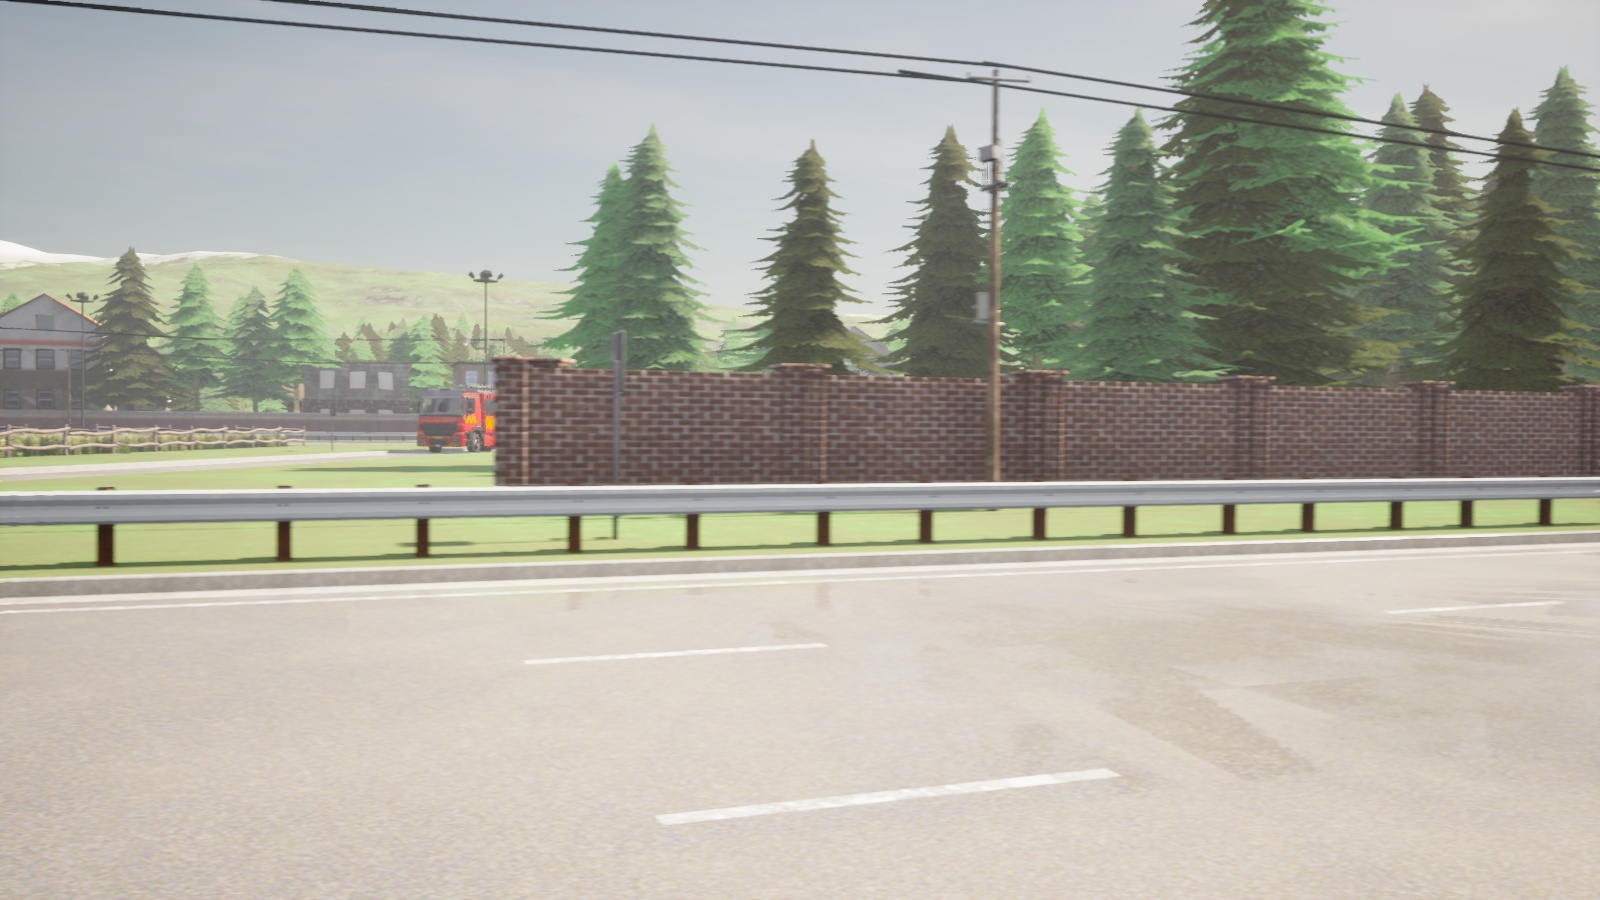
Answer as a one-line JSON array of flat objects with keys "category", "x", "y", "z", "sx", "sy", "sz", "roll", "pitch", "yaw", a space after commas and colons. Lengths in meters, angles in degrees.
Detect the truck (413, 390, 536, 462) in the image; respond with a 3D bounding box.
[{"category": "truck", "x": -18.356, "y": -1.359, "z": 71.483, "sx": 2.891, "sy": 3.827, "sz": 8.468, "roll": -1, "pitch": 1, "yaw": 15}]
